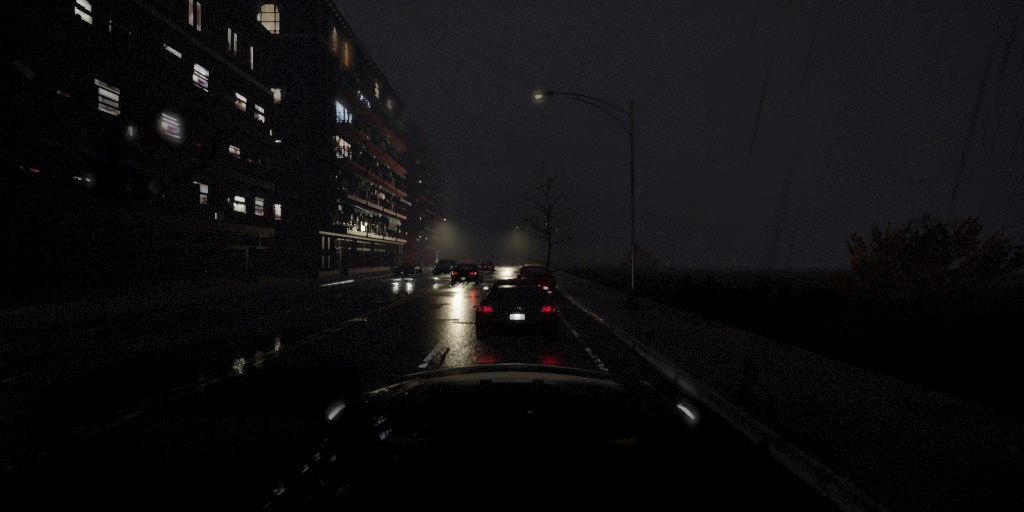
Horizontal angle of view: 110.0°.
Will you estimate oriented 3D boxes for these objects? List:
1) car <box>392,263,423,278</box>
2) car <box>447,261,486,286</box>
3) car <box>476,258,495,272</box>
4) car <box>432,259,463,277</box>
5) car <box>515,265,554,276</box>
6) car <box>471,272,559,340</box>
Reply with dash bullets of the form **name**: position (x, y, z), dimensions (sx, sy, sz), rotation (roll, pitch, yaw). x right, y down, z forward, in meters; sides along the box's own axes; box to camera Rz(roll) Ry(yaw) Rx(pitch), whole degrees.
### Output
- **car**: position (-9.811, 1.316, 33.958), dimensions (1.994, 1.385, 4.181), rotation (0, 0, 0)
- **car**: position (-3.121, 1.278, 25.319), dimensions (1.812, 1.442, 4.674), rotation (0, 0, 0)
- **car**: position (-3.094, 1.297, 43.337), dimensions (2.033, 1.411, 5.357), rotation (0, 0, 0)
- **car**: position (-6.559, 1.104, 36.050), dimensions (2.097, 1.767, 4.553), rotation (0, 0, 0)
- **car**: position (1.158, 1.230, 18.862), dimensions (1.882, 1.535, 5.008), rotation (0, 0, 0)
- **car**: position (0.111, 1.315, 9.942), dimensions (1.994, 1.385, 4.181), rotation (0, 0, 0)
